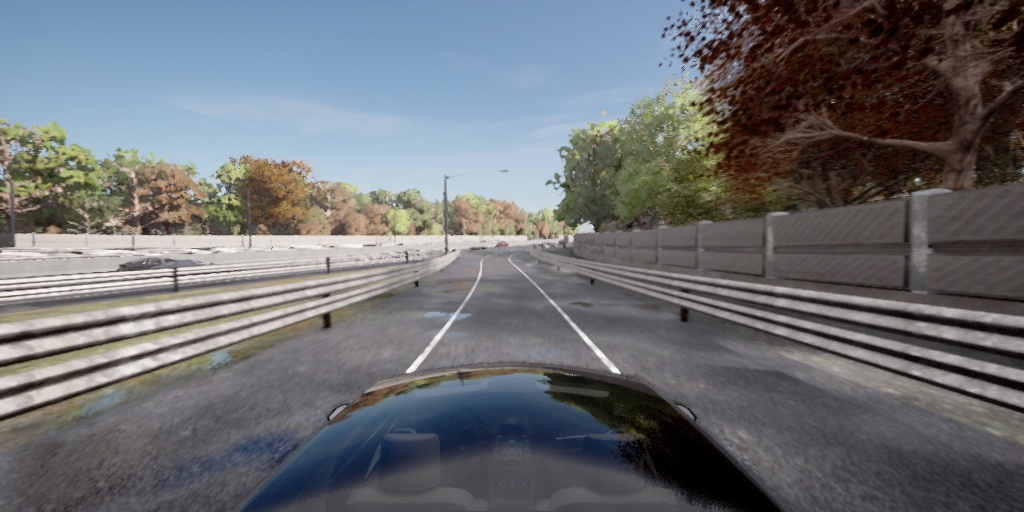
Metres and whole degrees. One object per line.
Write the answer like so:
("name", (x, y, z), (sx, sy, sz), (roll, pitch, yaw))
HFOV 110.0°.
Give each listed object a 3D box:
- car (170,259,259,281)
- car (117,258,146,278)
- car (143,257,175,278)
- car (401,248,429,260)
("car", (-21.382, 1.027, 26.299), (1.895, 1.301, 4.718), (1, 3, 21))
("car", (-27.975, 0.849, 28.642), (1.837, 1.490, 4.892), (1, 3, 21))
("car", (-24.689, 0.950, 27.439), (1.994, 1.385, 4.181), (1, 3, 21))
("car", (-12.920, -0.279, 47.841), (1.812, 1.442, 4.674), (1, 3, 22))
